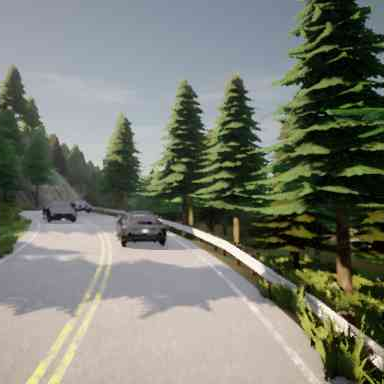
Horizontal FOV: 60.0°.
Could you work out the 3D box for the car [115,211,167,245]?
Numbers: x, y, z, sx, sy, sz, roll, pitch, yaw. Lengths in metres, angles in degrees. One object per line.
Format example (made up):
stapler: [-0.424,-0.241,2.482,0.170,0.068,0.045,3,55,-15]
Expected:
car: [-2.466,1.559,15.476,1.994,1.385,4.181,1,0,-16]

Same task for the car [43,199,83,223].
car: [-9.694,1.386,24.193,2.033,1.411,5.357,2,0,-29]

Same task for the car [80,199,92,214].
car: [-11.753,1.422,33.981,2.033,1.411,5.357,3,-1,-32]
